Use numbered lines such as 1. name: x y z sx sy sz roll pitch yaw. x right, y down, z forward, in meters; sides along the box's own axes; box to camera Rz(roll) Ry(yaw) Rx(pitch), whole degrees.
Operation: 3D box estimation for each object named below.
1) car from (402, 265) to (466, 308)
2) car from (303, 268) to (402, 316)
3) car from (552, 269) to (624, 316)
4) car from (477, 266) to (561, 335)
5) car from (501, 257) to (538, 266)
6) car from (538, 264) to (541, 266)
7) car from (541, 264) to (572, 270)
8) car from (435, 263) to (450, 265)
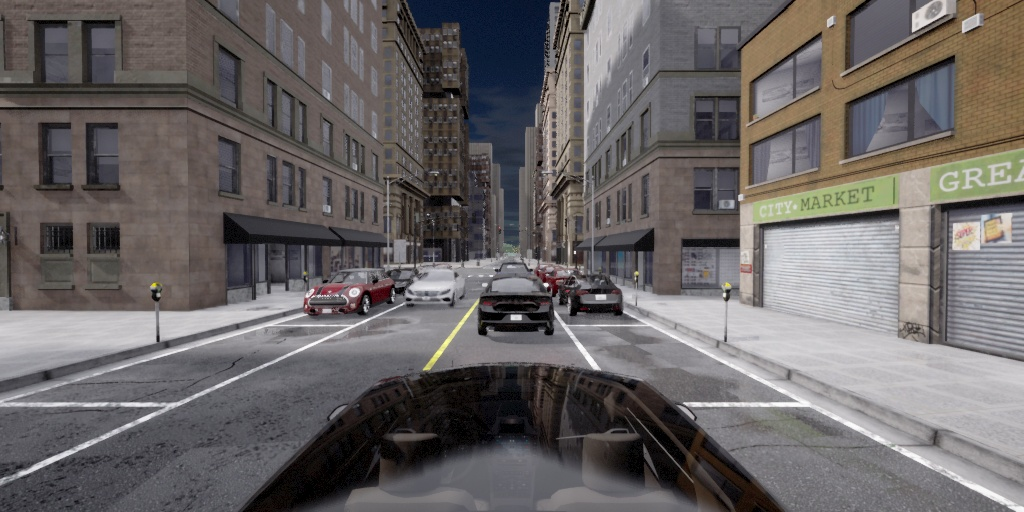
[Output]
1. car: -3.085 1.273 15.257 1.812 1.442 4.674 0 0 0
2. car: -5.763 1.188 13.171 1.967 1.591 4.097 0 0 0
3. car: 2.763 1.314 13.170 1.948 1.339 4.313 0 0 0
4. car: 0.099 1.226 10.499 1.882 1.535 5.008 0 0 0
5. car: 0.104 1.100 19.722 2.097 1.767 4.553 0 0 0
6. car: 2.764 1.293 24.180 1.888 1.381 4.507 0 0 0
7. car: 2.764 1.293 18.674 1.888 1.381 4.507 0 0 0
8. car: -5.761 1.298 24.181 2.007 1.370 4.403 0 0 0
